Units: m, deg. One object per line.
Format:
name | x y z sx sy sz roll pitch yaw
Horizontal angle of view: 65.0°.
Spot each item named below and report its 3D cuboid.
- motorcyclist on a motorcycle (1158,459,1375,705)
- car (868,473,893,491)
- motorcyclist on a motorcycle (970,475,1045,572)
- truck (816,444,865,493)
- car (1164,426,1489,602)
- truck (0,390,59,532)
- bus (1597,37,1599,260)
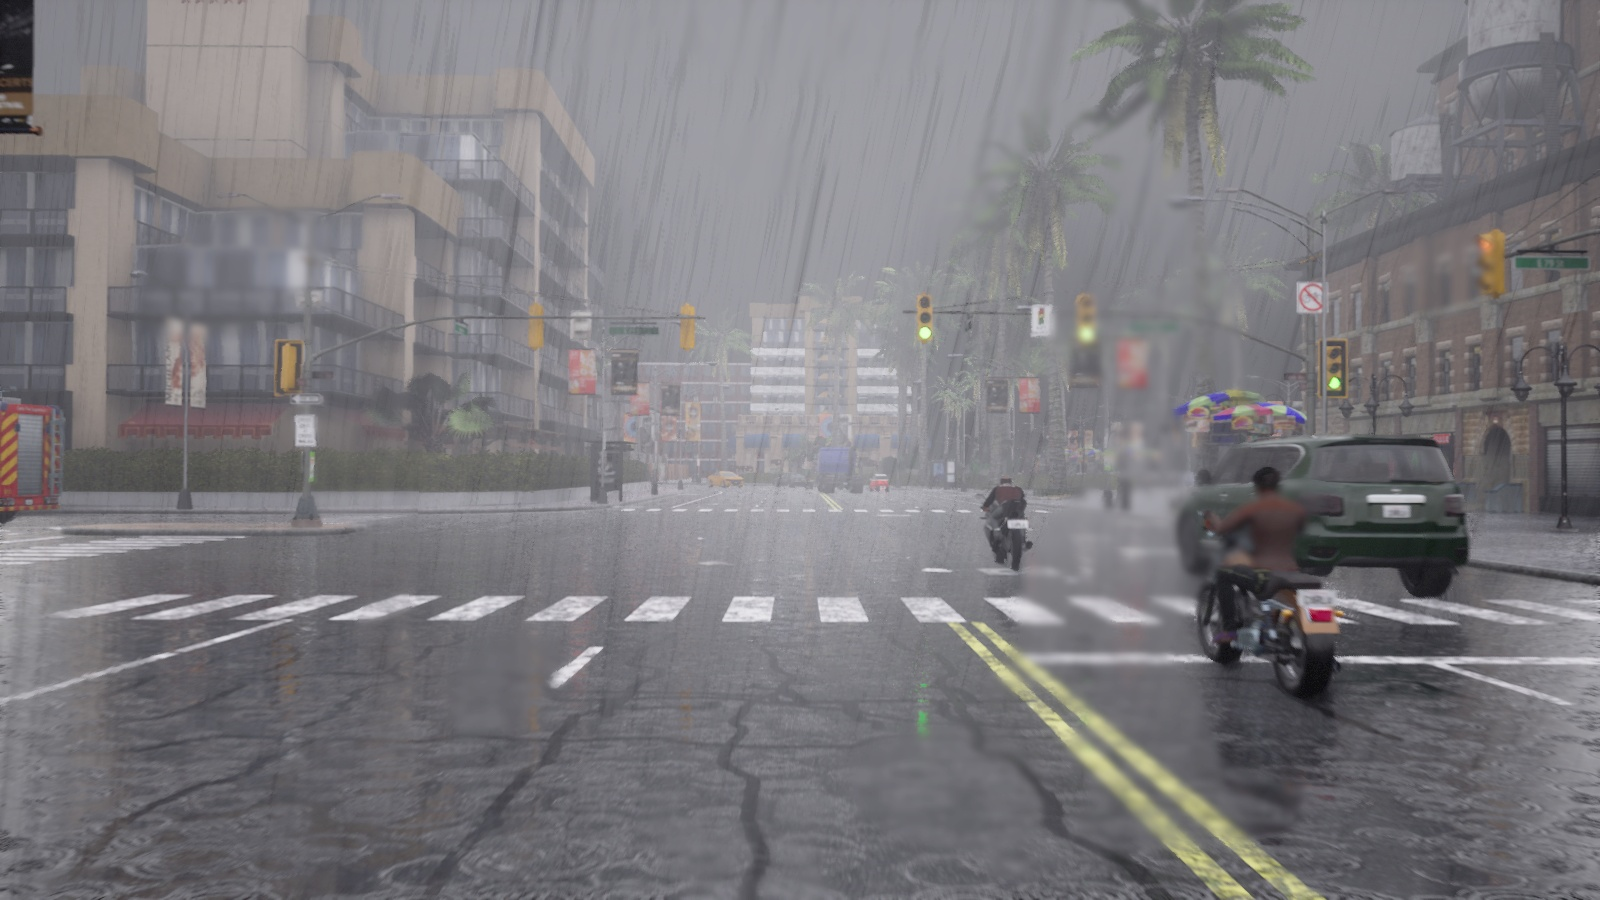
motorcyclist on a motorcycle | 3.474 0.913 9.630 0.766 1.649 2.350 0 -1 0
car | 6.125 2.448 95.780 1.481 1.376 2.207 0 -1 -6
motorcyclist on a motorcycle | 3.445 1.188 21.039 0.866 1.530 2.191 0 -1 0
truck | 2.929 1.377 92.933 2.891 3.462 7.936 0 -1 -4
car | 6.953 0.798 17.446 2.150 2.045 5.566 0 -1 0
truck | -25.730 0.338 34.967 8.468 3.827 2.891 0 -1 -1
bus | 6.987 -0.545 2.705 3.944 4.253 10.273 0 -1 0
